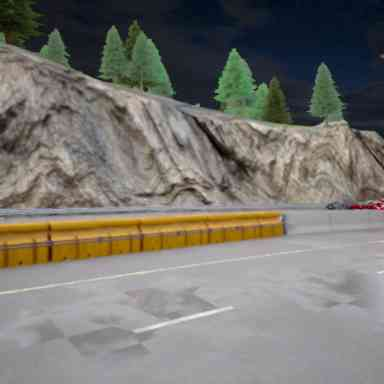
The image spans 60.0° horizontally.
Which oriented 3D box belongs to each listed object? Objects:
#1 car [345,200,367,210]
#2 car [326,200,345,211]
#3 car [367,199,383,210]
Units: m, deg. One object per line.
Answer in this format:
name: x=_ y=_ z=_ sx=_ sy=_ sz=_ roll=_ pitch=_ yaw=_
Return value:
car: x=20.349 y=1.682 z=38.167 sx=4.718 sy=1.301 sz=1.895 roll=0 pitch=0 yaw=-21
car: x=18.747 y=1.639 z=41.259 sx=4.181 sy=1.385 sz=1.994 roll=0 pitch=0 yaw=-21
car: x=21.557 y=1.303 z=34.885 sx=5.566 sy=2.045 sz=2.150 roll=0 pitch=0 yaw=-21
